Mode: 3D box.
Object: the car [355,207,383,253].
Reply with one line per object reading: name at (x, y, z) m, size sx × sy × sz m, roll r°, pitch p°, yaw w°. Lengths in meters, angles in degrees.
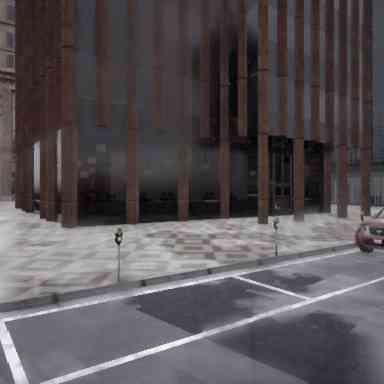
car at (8.216, 1.315, 12.510) m, size 5.009 × 1.841 × 2.192 m, roll 0°, pitch 0°, yaw -36°
